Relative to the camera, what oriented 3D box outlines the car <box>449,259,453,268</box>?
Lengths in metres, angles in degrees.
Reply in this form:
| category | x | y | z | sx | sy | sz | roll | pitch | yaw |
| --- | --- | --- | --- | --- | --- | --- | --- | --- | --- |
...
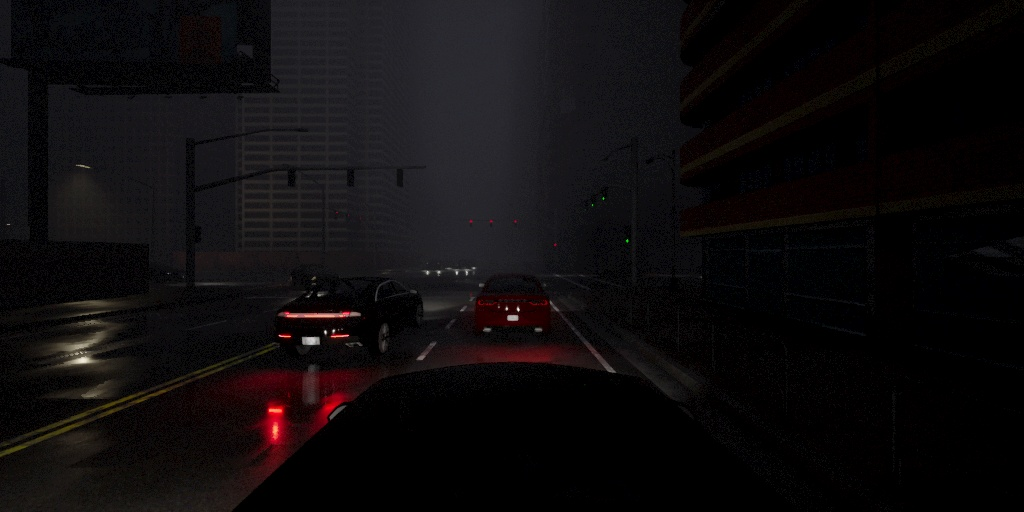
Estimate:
| category | x | y | z | sx | sy | sz | roll | pitch | yaw |
| --- | --- | --- | --- | --- | --- | --- | --- | --- | --- |
| car | -10.998 | 1.297 | 61.927 | 2.033 | 1.411 | 5.357 | 0 | 0 | 0 |

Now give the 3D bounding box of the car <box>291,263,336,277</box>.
| category | x | y | z | sx | sy | sz | roll | pitch | yaw |
| --- | --- | --- | --- | --- | --- | --- | --- | --- | --- |
| car | -12.313 | 1.228 | 22.417 | 1.882 | 1.535 | 5.008 | 2 | -2 | -43 |

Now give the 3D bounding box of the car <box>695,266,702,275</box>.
| category | x | y | z | sx | sy | sz | roll | pitch | yaw |
| --- | --- | --- | --- | --- | --- | --- | --- | --- | --- |
| car | 21.460 | 1.228 | 36.714 | 5.008 | 1.535 | 1.882 | 0 | 0 | 0 |

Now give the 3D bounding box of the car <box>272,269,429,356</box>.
| category | x | y | z | sx | sy | sz | roll | pitch | yaw |
| --- | --- | --- | --- | --- | --- | --- | --- | --- | --- |
| car | -3.475 | 1.242 | 8.573 | 2.128 | 1.511 | 4.902 | 0 | 0 | -1 |

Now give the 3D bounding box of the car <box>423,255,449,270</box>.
| category | x | y | z | sx | sy | sz | roll | pitch | yaw |
| --- | --- | --- | --- | --- | --- | --- | --- | --- | --- |
| car | -10.952 | 1.102 | 51.728 | 2.097 | 1.767 | 4.553 | 0 | 0 | 0 |

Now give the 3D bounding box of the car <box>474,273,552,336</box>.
| category | x | y | z | sx | sy | sz | roll | pitch | yaw |
| --- | --- | --- | --- | --- | --- | --- | --- | --- | --- |
| car | 0.014 | 1.228 | 10.461 | 1.882 | 1.535 | 5.008 | 0 | 0 | 0 |

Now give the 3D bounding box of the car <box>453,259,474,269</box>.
| category | x | y | z | sx | sy | sz | roll | pitch | yaw |
| --- | --- | --- | --- | --- | --- | --- | --- | --- | --- |
| car | -7.477 | 1.255 | 55.636 | 1.837 | 1.490 | 4.892 | 0 | 0 | 0 |

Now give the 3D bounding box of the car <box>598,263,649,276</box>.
| category | x | y | z | sx | sy | sz | roll | pitch | yaw |
| --- | --- | --- | --- | --- | --- | --- | --- | --- | --- |
| car | 11.333 | 1.351 | 36.766 | 4.718 | 1.301 | 1.895 | 0 | 0 | 2 |

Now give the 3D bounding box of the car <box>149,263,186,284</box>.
| category | x | y | z | sx | sy | sz | roll | pitch | yaw |
| --- | --- | --- | --- | --- | --- | --- | --- | --- | --- |
| car | -26.220 | 1.242 | 25.972 | 4.902 | 1.511 | 2.128 | 0 | 0 | 0 |
